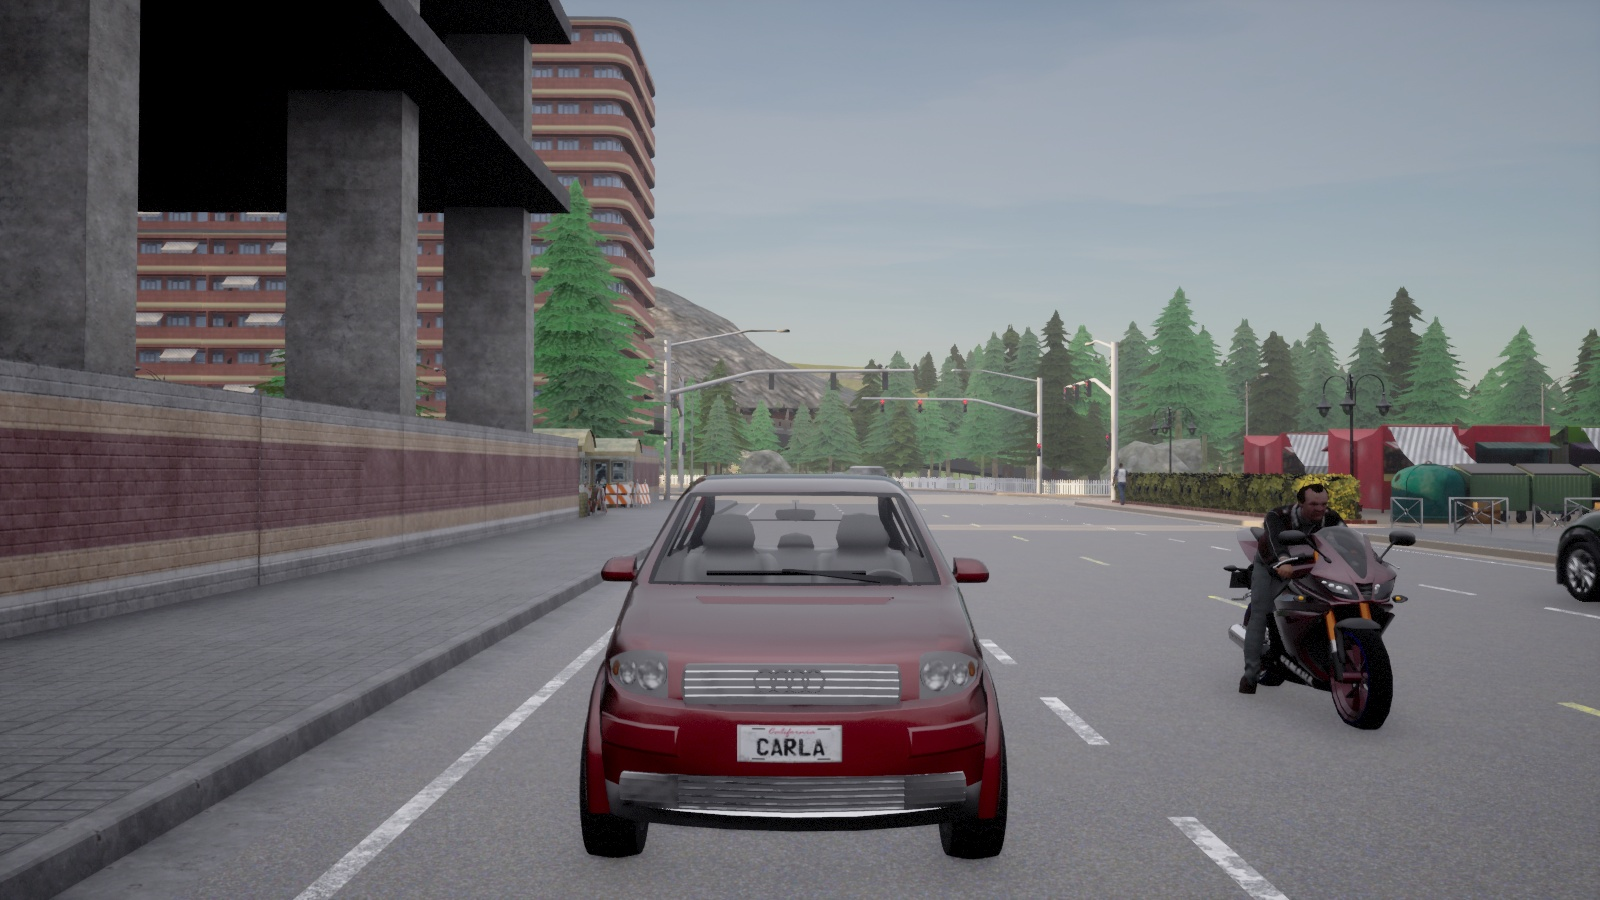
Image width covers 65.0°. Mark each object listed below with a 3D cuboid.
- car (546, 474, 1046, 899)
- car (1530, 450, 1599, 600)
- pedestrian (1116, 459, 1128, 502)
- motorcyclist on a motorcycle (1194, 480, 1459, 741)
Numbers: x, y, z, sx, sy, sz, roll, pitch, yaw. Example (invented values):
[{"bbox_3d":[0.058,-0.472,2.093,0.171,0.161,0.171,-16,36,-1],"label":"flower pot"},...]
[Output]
[{"bbox_3d":[-0.016,0.900,6.363,1.789,1.549,3.705,0,-1,0],"label":"car"},{"bbox_3d":[10.461,0.864,13.879,2.097,1.767,4.553,0,-1,0],"label":"car"},{"bbox_3d":[13.800,1.315,53.848,0.354,1.836,0.706,0,-1,2],"label":"pedestrian"},{"bbox_3d":[3.476,0.979,8.565,0.866,1.530,2.191,0,-1,0],"label":"motorcyclist on a motorcycle"}]
